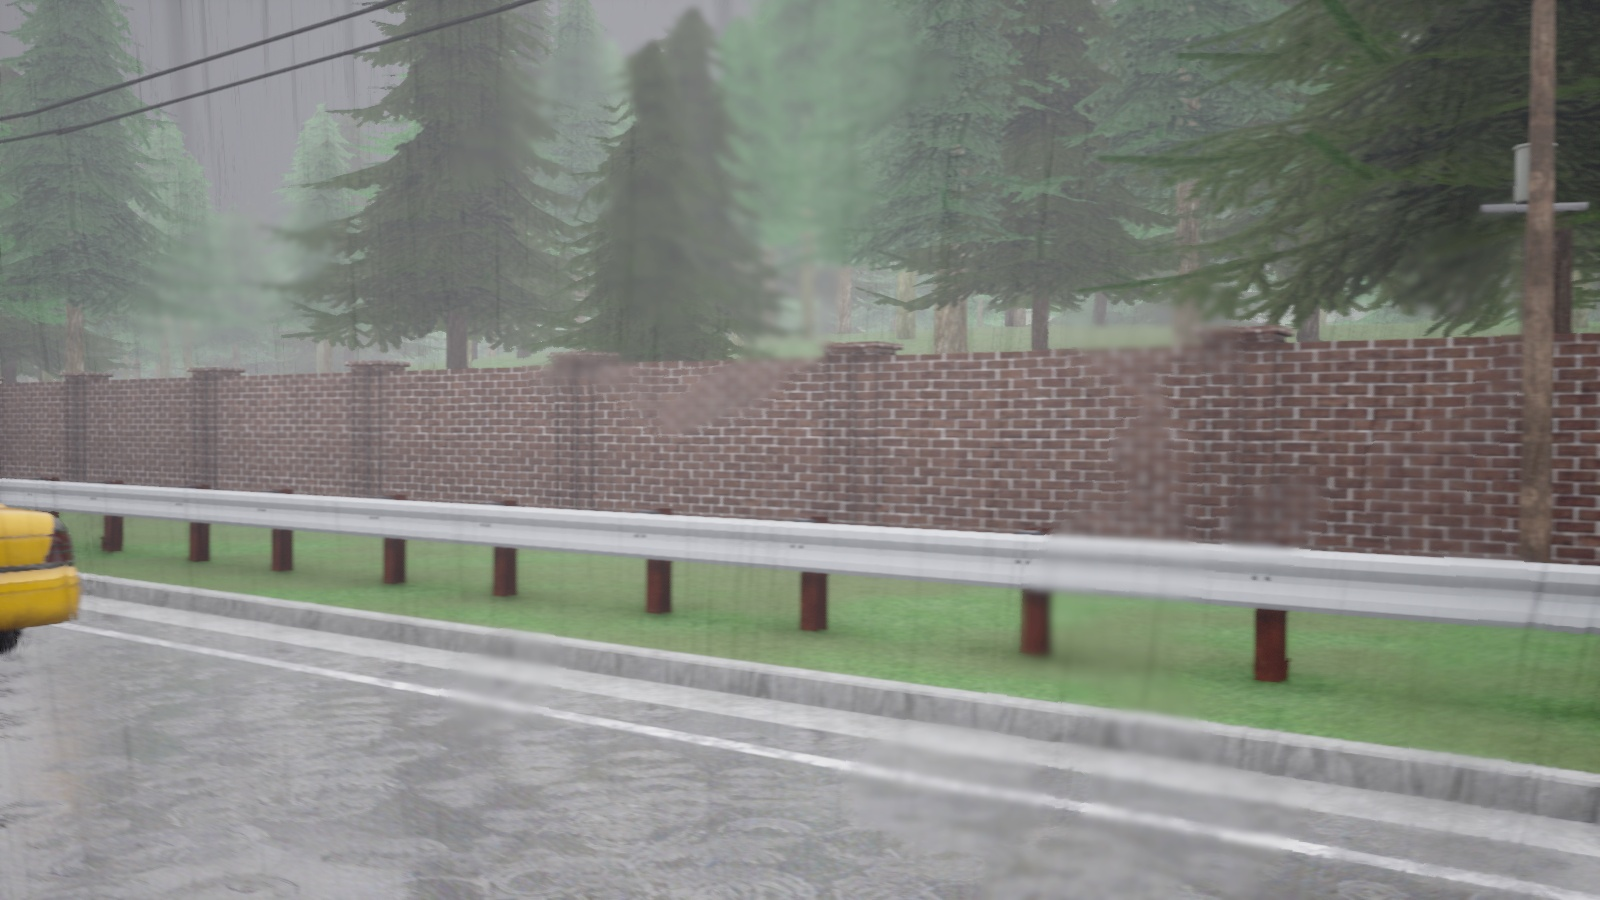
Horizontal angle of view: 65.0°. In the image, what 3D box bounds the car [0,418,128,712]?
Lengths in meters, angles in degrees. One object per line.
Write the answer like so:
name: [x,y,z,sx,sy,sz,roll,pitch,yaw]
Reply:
car: [-6.655,0.630,8.042,5.366,1.575,1.801,0,1,34]
